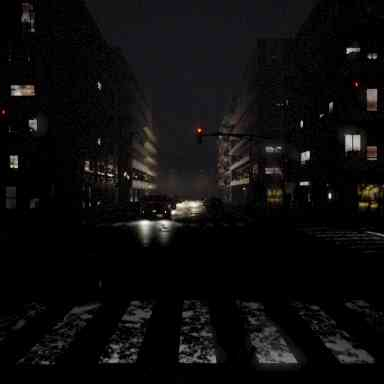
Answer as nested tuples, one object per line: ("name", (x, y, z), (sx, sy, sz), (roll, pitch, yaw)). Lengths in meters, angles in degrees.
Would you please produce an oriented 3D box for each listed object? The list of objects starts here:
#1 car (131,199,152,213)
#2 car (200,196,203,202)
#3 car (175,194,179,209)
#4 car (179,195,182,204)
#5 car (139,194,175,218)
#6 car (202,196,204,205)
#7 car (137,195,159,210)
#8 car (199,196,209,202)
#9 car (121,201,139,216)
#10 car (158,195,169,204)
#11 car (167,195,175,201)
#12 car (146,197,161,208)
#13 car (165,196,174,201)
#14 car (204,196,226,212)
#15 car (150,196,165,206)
("car", (-5.655, 1.533, 37.752), (1.752, 1.417, 4.829), (0, 0, 0))
("car", (2.742, 1.598, 54.963), (1.802, 1.307, 4.206), (0, 0, 0))
("car", (-3.058, 1.362, 41.795), (2.097, 1.767, 4.553), (0, 0, 0))
("car", (-2.970, 1.372, 62.161), (2.097, 1.767, 4.553), (0, 0, 1))
("car", (-3.090, 1.227, 30.212), (2.150, 2.045, 5.566), (0, 0, 1))
("car", (2.731, 1.451, 43.598), (1.967, 1.590, 4.097), (0, 0, 0))
("car", (-5.649, 1.326, 43.604), (2.192, 1.841, 5.009), (0, 0, 0))
("car", (2.763, 1.584, 77.693), (2.008, 1.369, 4.403), (0, 0, 0))
("car", (-5.660, 1.572, 32.239), (1.947, 1.339, 4.313), (0, 0, 0))
("car", (-5.628, 1.464, 66.335), (1.967, 1.590, 4.097), (0, 0, 0))
("car", (-5.607, 1.594, 89.063), (2.008, 1.369, 4.403), (0, 0, 0))
("car", (-5.644, 1.539, 49.117), (1.752, 1.417, 4.829), (0, 0, 0))
("car", (-5.612, 1.589, 83.380), (2.008, 1.369, 4.403), (0, 0, 0))
("car", (2.726, 1.448, 37.916), (1.967, 1.590, 4.097), (0, 0, 0))
("car", (-5.638, 1.457, 54.969), (1.967, 1.590, 4.097), (0, 0, 0))
